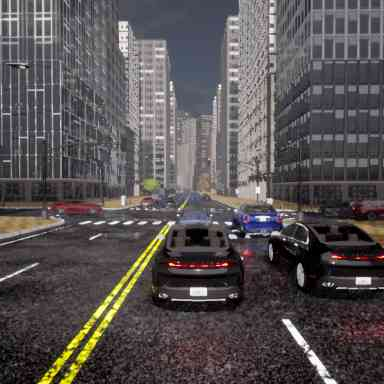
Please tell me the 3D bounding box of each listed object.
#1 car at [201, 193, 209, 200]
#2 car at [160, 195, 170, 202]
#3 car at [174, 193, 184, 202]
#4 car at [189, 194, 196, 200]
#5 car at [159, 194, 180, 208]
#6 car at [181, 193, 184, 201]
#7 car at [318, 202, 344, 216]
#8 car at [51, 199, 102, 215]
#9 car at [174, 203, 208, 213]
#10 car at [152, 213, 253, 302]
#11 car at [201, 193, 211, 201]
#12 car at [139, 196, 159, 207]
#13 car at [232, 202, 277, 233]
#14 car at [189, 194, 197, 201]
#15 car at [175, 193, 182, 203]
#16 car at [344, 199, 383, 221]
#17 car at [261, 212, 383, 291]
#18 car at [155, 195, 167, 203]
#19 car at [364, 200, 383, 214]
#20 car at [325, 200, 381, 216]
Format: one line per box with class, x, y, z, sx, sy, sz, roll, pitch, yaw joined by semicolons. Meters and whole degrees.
car;3.496;1.098;89.732;2.097;1.767;4.553;0;0;0
car;-6.287;1.453;77.938;1.812;1.442;4.674;0;0;0
car;-3.037;1.154;77.898;2.150;2.045;5.566;0;0;0
car;0.246;1.220;89.772;1.882;1.535;5.008;0;0;0
car;-3.208;1.471;48.286;1.837;1.490;4.892;0;0;0
car;-3.089;1.469;67.446;1.812;1.442;4.674;0;0;1
car;14.302;1.670;31.157;4.674;1.442;1.812;0;1;1
car;-11.099;1.434;32.191;4.674;1.442;1.812;0;1;-8
car;0.149;1.538;17.810;2.033;1.411;5.357;0;0;0
car;0.120;1.501;8.255;1.837;1.490;4.892;0;0;0
car;3.468;1.396;79.344;1.882;1.535;5.008;0;0;0
car;-6.454;1.491;49.059;1.812;1.442;4.674;0;0;2
car;3.398;1.342;18.044;2.097;1.767;4.553;0;0;0
car;0.218;1.396;79.355;1.882;1.535;5.008;0;0;0
car;-3.176;1.460;57.625;1.837;1.490;4.892;0;0;0
car;16.279;1.520;28.521;5.009;1.841;2.192;1;0;1
car;3.375;1.500;8.961;1.837;1.490;4.892;0;0;0
car;-6.333;1.420;67.668;1.882;1.535;5.008;0;0;0
car;21.910;1.643;36.792;4.829;1.417;1.752;1;0;1
car;16.521;1.618;34.301;4.892;1.490;1.837;1;1;1
